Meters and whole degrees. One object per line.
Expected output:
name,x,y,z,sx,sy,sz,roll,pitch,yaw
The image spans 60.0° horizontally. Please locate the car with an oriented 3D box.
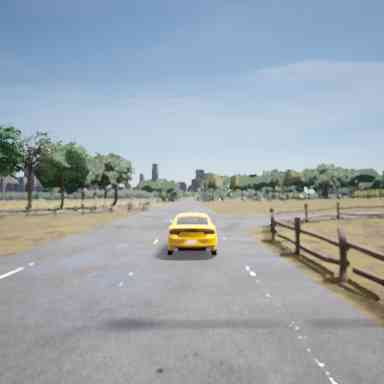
car,0.021,1.633,14.244,1.882,1.535,5.008,0,0,1
